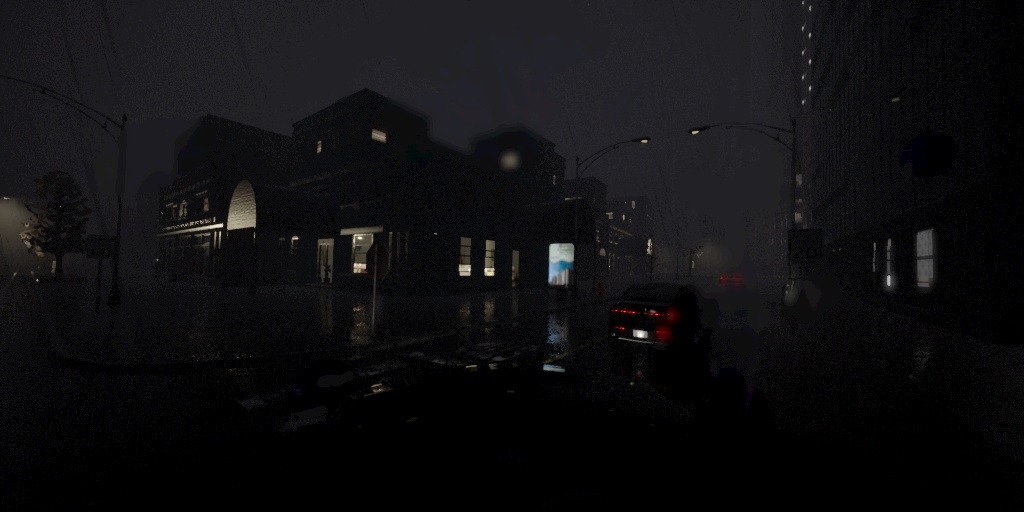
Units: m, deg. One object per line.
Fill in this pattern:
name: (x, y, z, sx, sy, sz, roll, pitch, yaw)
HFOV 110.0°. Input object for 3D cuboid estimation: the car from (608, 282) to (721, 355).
car: (4.069, 1.431, 9.392, 1.837, 1.490, 4.892, 0, -2, 36)

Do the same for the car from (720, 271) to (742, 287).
car: (23.097, 2.420, 37.822, 2.033, 1.411, 5.357, 0, -1, 32)
